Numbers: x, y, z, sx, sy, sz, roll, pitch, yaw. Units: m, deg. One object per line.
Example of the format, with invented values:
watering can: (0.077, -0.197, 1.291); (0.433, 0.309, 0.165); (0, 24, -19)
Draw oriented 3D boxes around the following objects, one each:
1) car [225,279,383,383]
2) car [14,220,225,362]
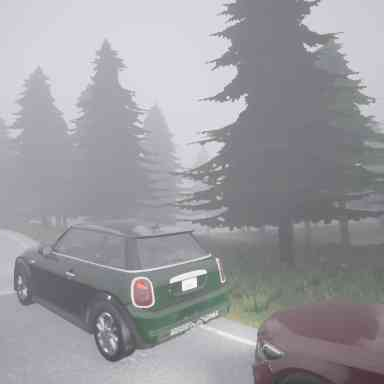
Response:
car: (2.768, 1.532, 2.584); (4.674, 1.442, 1.812); (1, 0, 36)
car: (-1.567, 1.309, 6.198); (4.553, 1.767, 2.097); (1, 1, 44)
